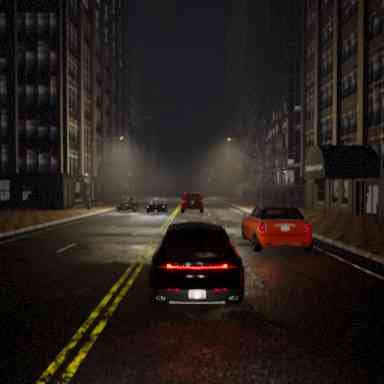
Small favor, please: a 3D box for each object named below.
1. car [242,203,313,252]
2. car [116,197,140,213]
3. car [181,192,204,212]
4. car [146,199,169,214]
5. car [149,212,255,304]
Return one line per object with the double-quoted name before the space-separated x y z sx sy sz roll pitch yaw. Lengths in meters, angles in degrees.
"car" 3.304 1.282 13.707 2.097 1.767 4.553 0 0 2
"car" -6.583 1.318 34.806 1.837 1.490 4.892 0 0 0
"car" 0.035 1.040 33.681 2.150 2.045 5.566 0 0 0
"car" -3.348 1.423 32.983 1.895 1.301 4.718 0 0 0
"car" 0.084 1.464 8.028 1.837 1.490 4.892 0 0 0
